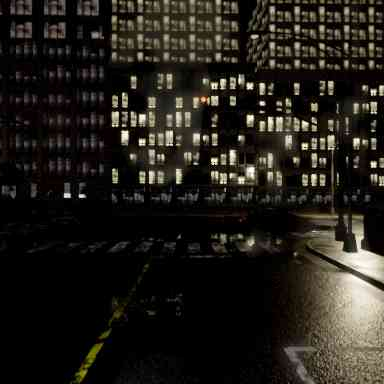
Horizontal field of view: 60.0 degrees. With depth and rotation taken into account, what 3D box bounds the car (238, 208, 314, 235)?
[{"bbox_3d":[4.759,1.628,19.059,4.181,1.385,1.994,1,0,-1],"label":"car"}]
